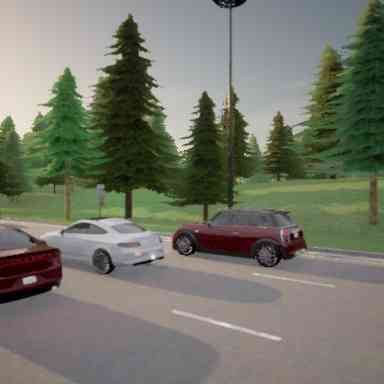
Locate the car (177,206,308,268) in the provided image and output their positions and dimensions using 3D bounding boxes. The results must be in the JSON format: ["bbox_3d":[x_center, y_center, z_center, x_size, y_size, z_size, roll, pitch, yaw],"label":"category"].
[{"bbox_3d":[1.498,1.346,11.523,4.553,1.767,2.097,0,0,35],"label":"car"}]

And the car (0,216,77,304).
[{"bbox_3d":[-5.004,1.469,7.562,5.008,1.535,1.882,0,0,36],"label":"car"}]

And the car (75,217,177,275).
[{"bbox_3d":[-2.940,1.517,10.389,4.674,1.442,1.812,0,0,36],"label":"car"}]
